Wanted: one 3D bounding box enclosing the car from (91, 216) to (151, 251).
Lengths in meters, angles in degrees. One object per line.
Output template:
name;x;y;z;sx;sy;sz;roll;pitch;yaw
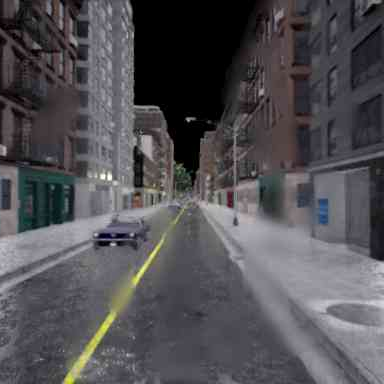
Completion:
car;-3.102;1.805;15.342;1.895;1.301;4.718;0;-1;0

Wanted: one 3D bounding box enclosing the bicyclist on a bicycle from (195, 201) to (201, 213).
bicyclist on a bicycle;0.815;2.031;45.039;0.866;1.612;1.509;0;-1;0

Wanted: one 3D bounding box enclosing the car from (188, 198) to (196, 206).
car;-0.010;2.548;77.250;1.812;1.442;4.674;0;-1;0

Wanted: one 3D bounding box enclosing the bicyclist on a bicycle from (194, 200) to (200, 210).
bicyclist on a bicycle;0.814;2.151;54.038;0.866;1.612;1.509;0;-1;0

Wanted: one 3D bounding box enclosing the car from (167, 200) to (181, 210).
car;-3.051;2.110;57.355;2.097;1.767;4.553;0;-1;1
